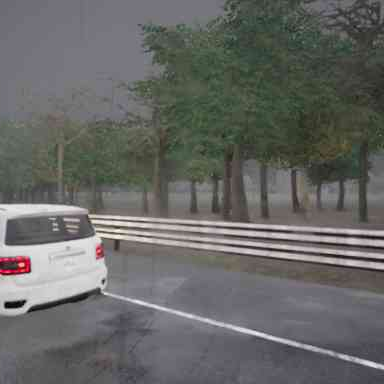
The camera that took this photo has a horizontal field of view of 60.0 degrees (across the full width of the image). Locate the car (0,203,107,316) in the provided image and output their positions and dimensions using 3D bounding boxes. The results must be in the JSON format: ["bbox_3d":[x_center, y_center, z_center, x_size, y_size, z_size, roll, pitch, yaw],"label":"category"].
[{"bbox_3d":[-4.204,1.260,7.093,5.566,2.045,2.150,0,0,36],"label":"car"}]
